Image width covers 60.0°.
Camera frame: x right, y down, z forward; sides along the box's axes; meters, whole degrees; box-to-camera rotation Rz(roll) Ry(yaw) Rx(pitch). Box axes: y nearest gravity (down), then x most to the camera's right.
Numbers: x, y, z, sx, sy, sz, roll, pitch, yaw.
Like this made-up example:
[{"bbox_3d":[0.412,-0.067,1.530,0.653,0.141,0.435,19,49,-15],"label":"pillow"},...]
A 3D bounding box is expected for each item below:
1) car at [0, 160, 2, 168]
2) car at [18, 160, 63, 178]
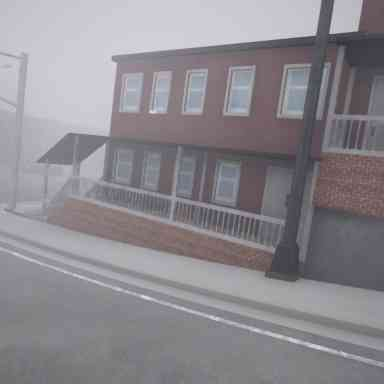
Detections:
[{"bbox_3d":[-22.070,-3.053,33.785,2.128,1.511,4.902,11,7,35],"label":"car"},{"bbox_3d":[-16.306,-2.627,35.837,2.097,1.767,4.553,11,7,35],"label":"car"}]
